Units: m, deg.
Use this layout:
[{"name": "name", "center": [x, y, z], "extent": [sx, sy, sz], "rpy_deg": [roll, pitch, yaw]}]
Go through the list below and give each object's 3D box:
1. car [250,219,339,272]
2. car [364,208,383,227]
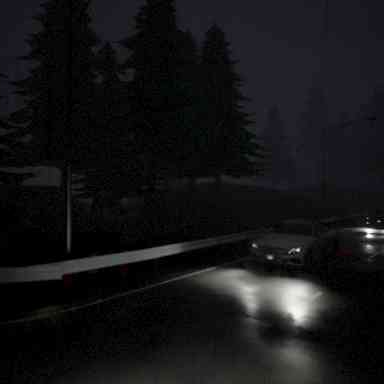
[{"name": "car", "center": [3.839, 1.717, 11.892], "extent": [1.812, 1.442, 4.674], "rpy_deg": [0, 0, 39]}, {"name": "car", "center": [14.254, 1.877, 24.610], "extent": [1.994, 1.385, 4.181], "rpy_deg": [0, 0, 40]}]
